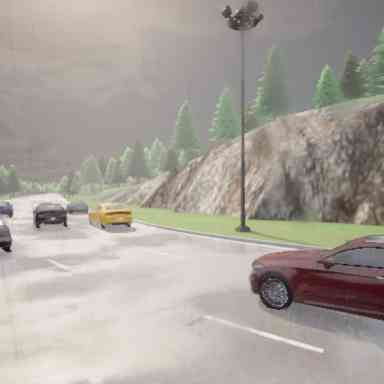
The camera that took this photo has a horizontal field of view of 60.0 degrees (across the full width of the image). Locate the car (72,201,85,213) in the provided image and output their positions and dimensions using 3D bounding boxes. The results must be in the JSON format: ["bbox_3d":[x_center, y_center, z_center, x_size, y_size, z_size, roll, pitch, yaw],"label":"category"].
[{"bbox_3d":[-12.566,1.626,36.435,1.994,1.385,4.181,0,0,-26],"label":"car"}]

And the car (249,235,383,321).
[{"bbox_3d":[3.340,1.528,6.083,4.674,1.442,1.812,0,0,38],"label":"car"}]

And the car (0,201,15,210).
[{"bbox_3d":[-17.677,1.587,30.876,1.812,1.442,4.674,0,0,-26],"label":"car"}]

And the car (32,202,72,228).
[{"bbox_3d":[-9.792,1.519,22.827,1.882,1.535,5.008,0,0,-28],"label":"car"}]

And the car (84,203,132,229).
[{"bbox_3d":[-5.549,1.512,22.251,1.882,1.535,5.008,0,0,-29],"label":"car"}]

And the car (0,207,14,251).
[{"bbox_3d":[-8.546,1.575,13.539,2.033,1.411,5.357,0,0,-35],"label":"car"}]
